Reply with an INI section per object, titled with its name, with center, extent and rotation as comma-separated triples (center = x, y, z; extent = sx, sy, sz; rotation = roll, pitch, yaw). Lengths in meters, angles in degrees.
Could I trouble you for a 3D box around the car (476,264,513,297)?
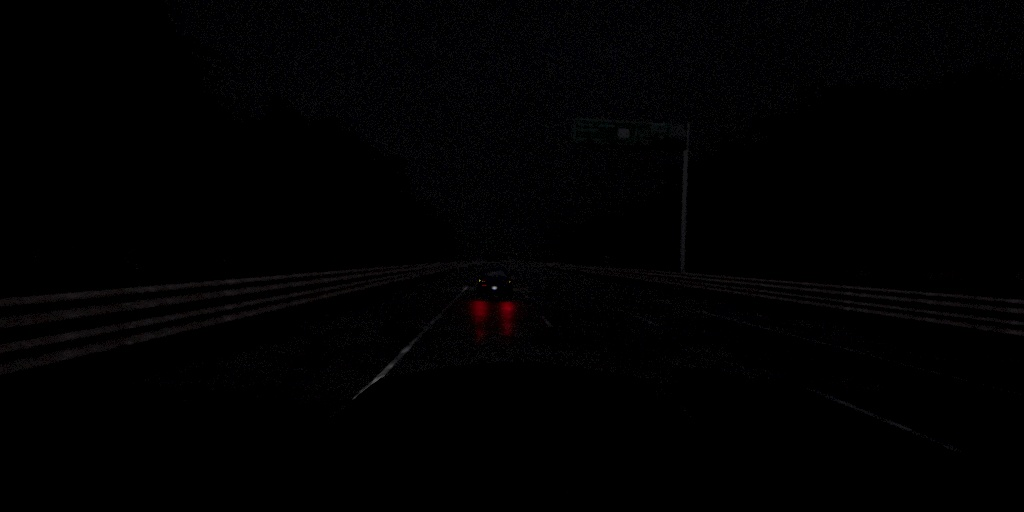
[car]
center = -0.945, 1.364, 19.626
extent = 1.812, 1.442, 4.674
rotation = 2, 0, -3
